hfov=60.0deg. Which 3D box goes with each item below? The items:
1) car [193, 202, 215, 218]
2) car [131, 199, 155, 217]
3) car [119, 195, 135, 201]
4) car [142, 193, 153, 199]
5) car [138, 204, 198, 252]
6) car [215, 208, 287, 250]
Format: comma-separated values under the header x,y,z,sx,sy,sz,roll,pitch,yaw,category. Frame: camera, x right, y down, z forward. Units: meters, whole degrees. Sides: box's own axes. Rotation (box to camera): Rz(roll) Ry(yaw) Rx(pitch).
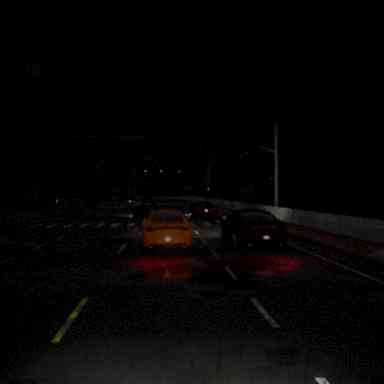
x,y,z,sx,sy,sz,roll,pitch,yaw,category
1.055,1.561,30.232,1.994,1.385,4.181,0,0,-5,car
-4.028,1.596,29.479,1.994,1.385,4.181,0,0,-21,car
-17.434,1.600,88.808,2.033,1.411,5.357,0,0,-44,car
-10.013,1.268,74.196,2.150,2.045,5.566,0,0,-10,car
-1.036,1.482,13.984,1.882,1.535,5.008,0,0,-5,car
2.450,1.465,14.289,1.882,1.535,5.008,0,0,-5,car
